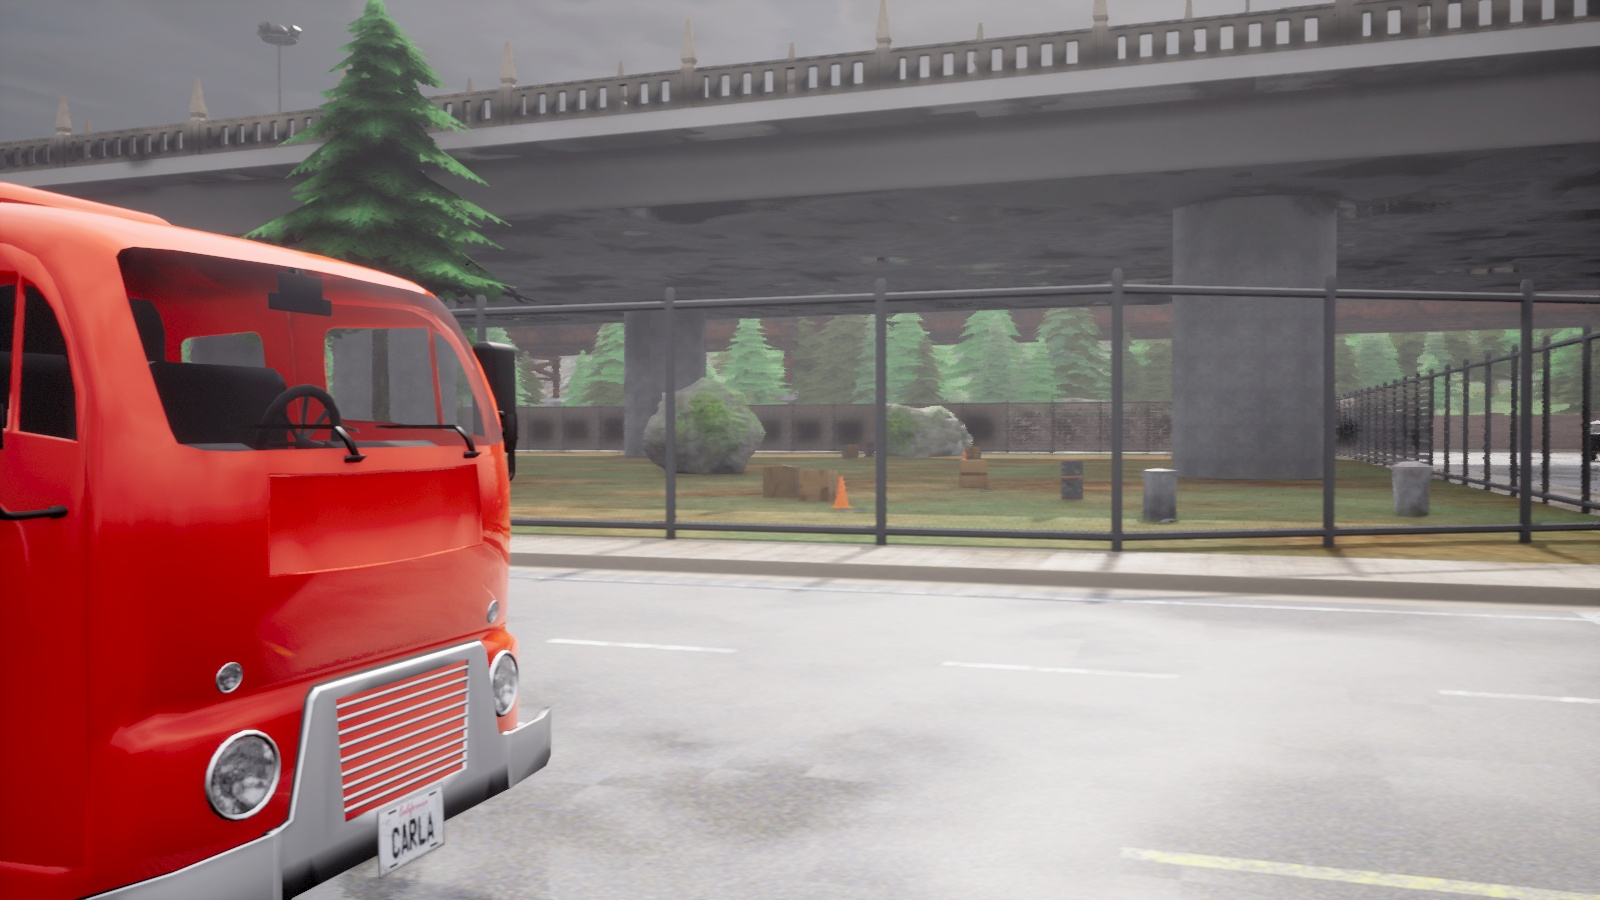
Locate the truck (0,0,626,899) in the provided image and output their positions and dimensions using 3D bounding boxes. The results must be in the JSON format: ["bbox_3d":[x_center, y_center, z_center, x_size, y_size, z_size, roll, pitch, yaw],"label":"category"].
[{"bbox_3d":[-3.563,0.260,4.386,5.204,2.467,2.627,0,1,19],"label":"truck"}]

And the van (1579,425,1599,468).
[{"bbox_3d":[38.643,-0.175,59.358,2.069,2.038,4.480,1,1,18],"label":"van"}]
